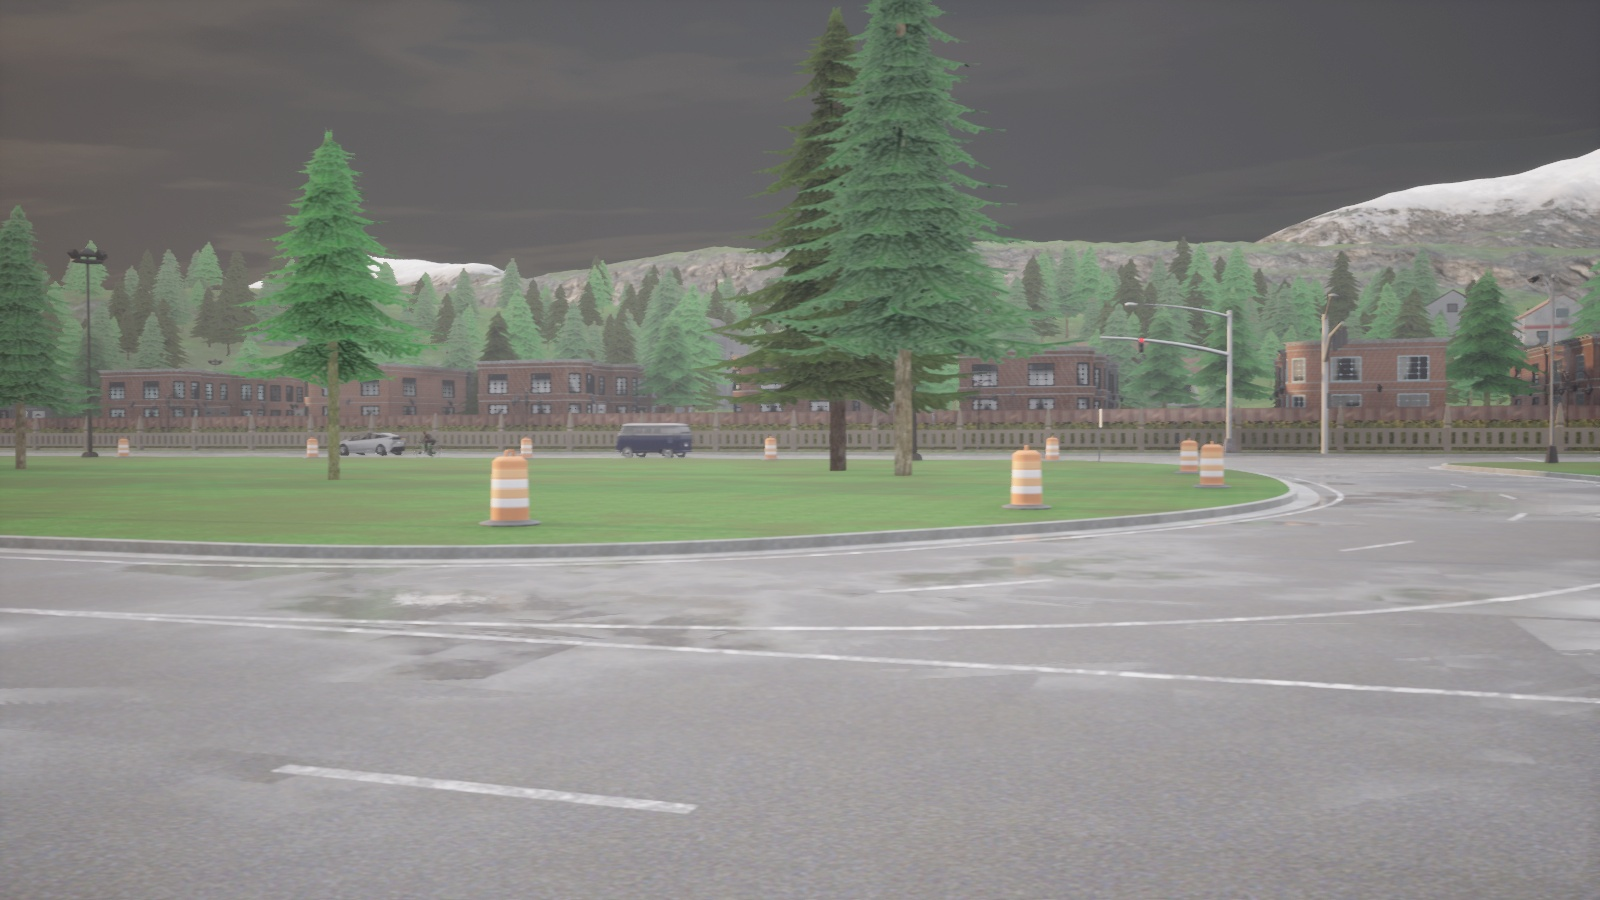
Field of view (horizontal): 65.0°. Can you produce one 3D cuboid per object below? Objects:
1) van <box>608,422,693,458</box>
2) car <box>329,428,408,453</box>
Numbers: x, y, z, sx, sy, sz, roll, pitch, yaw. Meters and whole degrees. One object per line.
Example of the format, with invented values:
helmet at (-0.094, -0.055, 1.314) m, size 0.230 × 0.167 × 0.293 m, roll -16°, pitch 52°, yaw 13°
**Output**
van at (-8.437, -0.589, 70.976) m, size 4.442 × 1.987 × 1.775 m, roll 1°, pitch 1°, yaw 22°
car at (-27.881, -0.632, 81.215) m, size 4.514 × 1.525 × 2.007 m, roll 1°, pitch 1°, yaw 18°
